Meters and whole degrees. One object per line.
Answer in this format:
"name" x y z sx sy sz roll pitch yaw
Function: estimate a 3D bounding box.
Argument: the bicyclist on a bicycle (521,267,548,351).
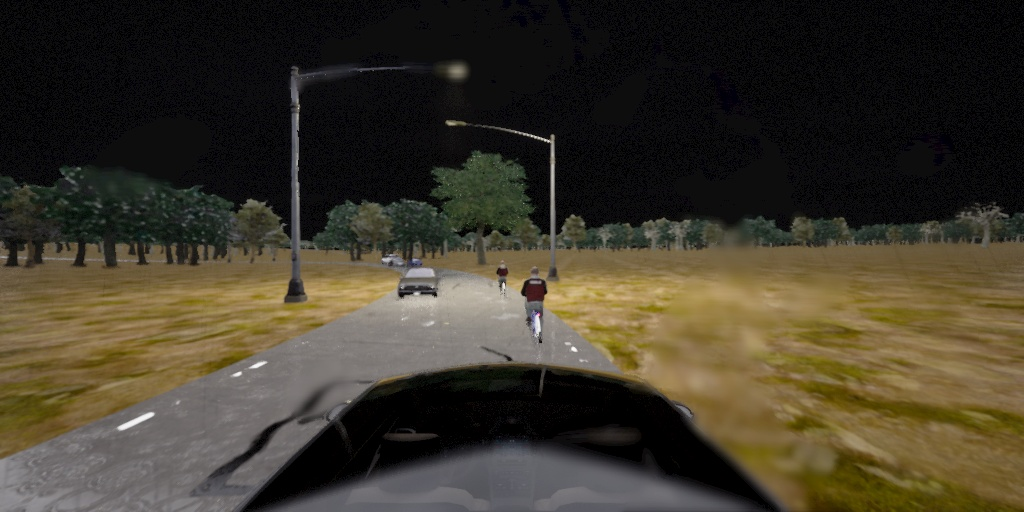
"bicyclist on a bicycle" 0.484 1.113 8.057 0.659 1.776 1.843 0 0 -4

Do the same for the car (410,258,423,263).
"car" -16.140 1.067 59.366 1.812 1.442 4.674 -1 0 -31

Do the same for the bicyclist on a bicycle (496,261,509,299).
"bicyclist on a bicycle" -0.474 1.103 17.126 0.659 1.776 1.843 0 0 -8

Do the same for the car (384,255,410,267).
"car" -18.217 1.071 56.719 2.128 1.511 4.902 -1 1 -29

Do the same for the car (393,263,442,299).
"car" -4.646 1.290 18.589 2.033 1.411 5.357 0 0 -9
